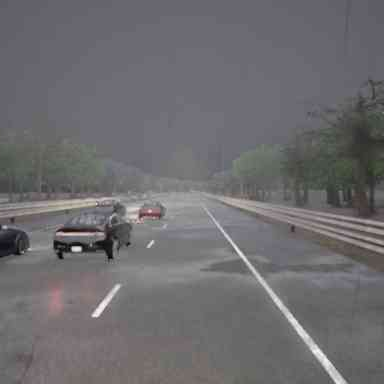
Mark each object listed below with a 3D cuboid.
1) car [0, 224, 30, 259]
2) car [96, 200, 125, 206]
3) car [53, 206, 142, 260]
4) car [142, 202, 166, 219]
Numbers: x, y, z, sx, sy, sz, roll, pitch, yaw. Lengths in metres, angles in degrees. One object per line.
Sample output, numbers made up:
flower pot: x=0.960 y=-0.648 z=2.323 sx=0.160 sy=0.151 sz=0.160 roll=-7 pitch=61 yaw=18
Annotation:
car: x=-6.899 y=1.543 z=10.405 sx=1.994 sy=1.385 sz=4.181 roll=0 pitch=0 yaw=0
car: x=-6.900 y=1.439 z=28.256 sx=2.128 sy=1.511 sz=4.902 roll=0 pitch=0 yaw=0
car: x=-3.398 y=1.467 z=12.234 sx=2.128 sy=1.511 sz=4.902 roll=0 pitch=0 yaw=0
car: x=-3.396 y=1.511 z=28.833 sx=1.994 sy=1.385 sz=4.181 roll=0 pitch=0 yaw=0
